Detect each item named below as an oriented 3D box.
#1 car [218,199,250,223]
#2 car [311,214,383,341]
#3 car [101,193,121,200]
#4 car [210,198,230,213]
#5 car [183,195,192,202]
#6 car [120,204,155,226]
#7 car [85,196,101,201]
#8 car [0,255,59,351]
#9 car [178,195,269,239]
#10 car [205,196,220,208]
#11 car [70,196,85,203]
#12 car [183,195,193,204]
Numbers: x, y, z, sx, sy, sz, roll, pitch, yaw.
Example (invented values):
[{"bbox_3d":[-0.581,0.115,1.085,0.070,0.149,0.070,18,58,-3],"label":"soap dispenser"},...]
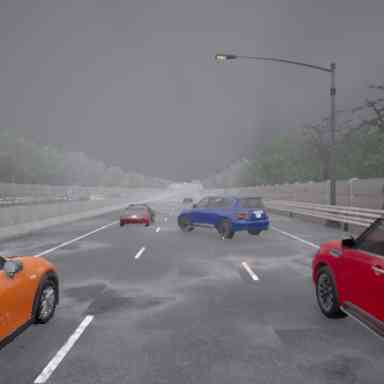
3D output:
[{"bbox_3d":[3.178,1.415,26.375,1.801,1.575,5.366,0,0,-1],"label":"car"},{"bbox_3d":[3.450,1.213,4.212,2.150,2.045,5.566,0,0,-1],"label":"car"},{"bbox_3d":[-14.809,1.170,62.610,2.150,2.045,5.566,0,0,0],"label":"car"},{"bbox_3d":[3.045,1.453,37.187,1.837,1.490,4.892,0,0,-1],"label":"car"},{"bbox_3d":[-0.952,1.500,77.538,2.033,1.411,5.357,0,0,-1],"label":"car"},{"bbox_3d":[-3.681,1.526,23.008,1.994,1.385,4.181,0,0,-1],"label":"car"},{"bbox_3d":[-18.306,1.432,63.831,1.882,1.535,5.008,0,0,0],"label":"car"},{"bbox_3d":[-3.454,1.345,4.202,2.097,1.767,4.553,0,0,0],"label":"car"},{"bbox_3d":[1.482,1.190,17.537,2.150,2.045,5.566,0,0,-36],"label":"car"},{"bbox_3d":[2.907,1.404,48.378,1.801,1.575,5.366,0,0,-1],"label":"car"},{"bbox_3d":[-21.799,1.455,63.648,1.837,1.490,4.892,0,0,0],"label":"car"},{"bbox_3d":[-0.729,1.433,64.025,1.882,1.535,5.008,0,0,0],"label":"car"}]
